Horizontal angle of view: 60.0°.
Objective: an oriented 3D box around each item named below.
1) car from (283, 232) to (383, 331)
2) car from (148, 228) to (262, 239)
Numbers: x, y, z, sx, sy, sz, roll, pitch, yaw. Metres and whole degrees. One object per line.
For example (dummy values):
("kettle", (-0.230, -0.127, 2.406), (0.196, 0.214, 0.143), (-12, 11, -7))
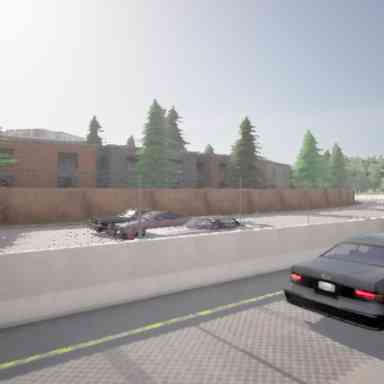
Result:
("car", (4.179, 1.543, 6.737), (5.357, 1.411, 2.033), (0, 0, -36))
("car", (0.520, 1.603, 12.881), (4.718, 1.301, 1.895), (0, 0, -35))
